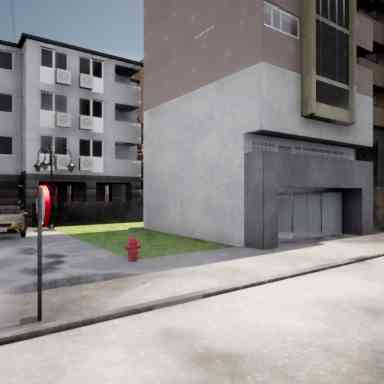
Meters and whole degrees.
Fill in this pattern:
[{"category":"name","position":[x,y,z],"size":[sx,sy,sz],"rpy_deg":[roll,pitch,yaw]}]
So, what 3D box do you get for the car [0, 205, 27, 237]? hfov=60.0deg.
[{"category":"car","position":[-9.314,1.416,16.801],"size":[1.816,1.474,4.193],"rpy_deg":[0,0,-25]}]
